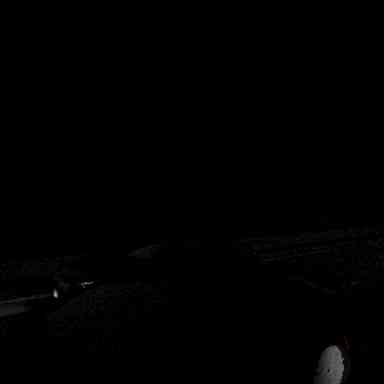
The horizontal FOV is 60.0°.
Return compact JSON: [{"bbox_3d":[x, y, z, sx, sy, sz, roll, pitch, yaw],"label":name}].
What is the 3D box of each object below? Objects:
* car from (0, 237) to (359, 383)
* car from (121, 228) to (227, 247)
[{"bbox_3d":[-0.224,1.496,3.513,5.008,1.535,1.882,1,0,-36],"label":"car"},{"bbox_3d":[-0.530,1.564,7.289,4.674,1.442,1.812,1,0,-36],"label":"car"}]
